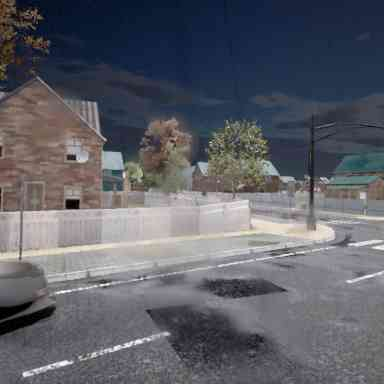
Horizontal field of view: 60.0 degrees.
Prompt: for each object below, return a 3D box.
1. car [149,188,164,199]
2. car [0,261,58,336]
[{"bbox_3d":[-6.610,0.335,61.622,2.150,2.045,5.566,1,1,-21],"label":"car"},{"bbox_3d":[-4.646,1.546,4.232,5.357,1.411,2.033,0,0,-36],"label":"car"}]
